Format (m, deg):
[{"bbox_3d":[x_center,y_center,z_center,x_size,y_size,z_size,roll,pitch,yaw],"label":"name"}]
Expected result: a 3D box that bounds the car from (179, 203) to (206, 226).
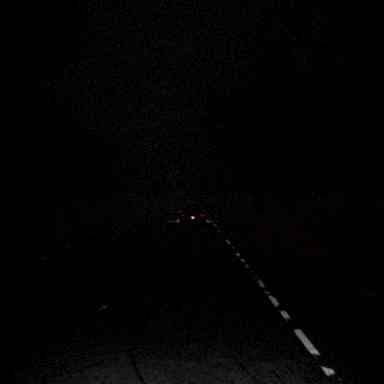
[{"bbox_3d":[0.052,1.800,25.411,1.994,1.385,4.181,0,0,0],"label":"car"}]
